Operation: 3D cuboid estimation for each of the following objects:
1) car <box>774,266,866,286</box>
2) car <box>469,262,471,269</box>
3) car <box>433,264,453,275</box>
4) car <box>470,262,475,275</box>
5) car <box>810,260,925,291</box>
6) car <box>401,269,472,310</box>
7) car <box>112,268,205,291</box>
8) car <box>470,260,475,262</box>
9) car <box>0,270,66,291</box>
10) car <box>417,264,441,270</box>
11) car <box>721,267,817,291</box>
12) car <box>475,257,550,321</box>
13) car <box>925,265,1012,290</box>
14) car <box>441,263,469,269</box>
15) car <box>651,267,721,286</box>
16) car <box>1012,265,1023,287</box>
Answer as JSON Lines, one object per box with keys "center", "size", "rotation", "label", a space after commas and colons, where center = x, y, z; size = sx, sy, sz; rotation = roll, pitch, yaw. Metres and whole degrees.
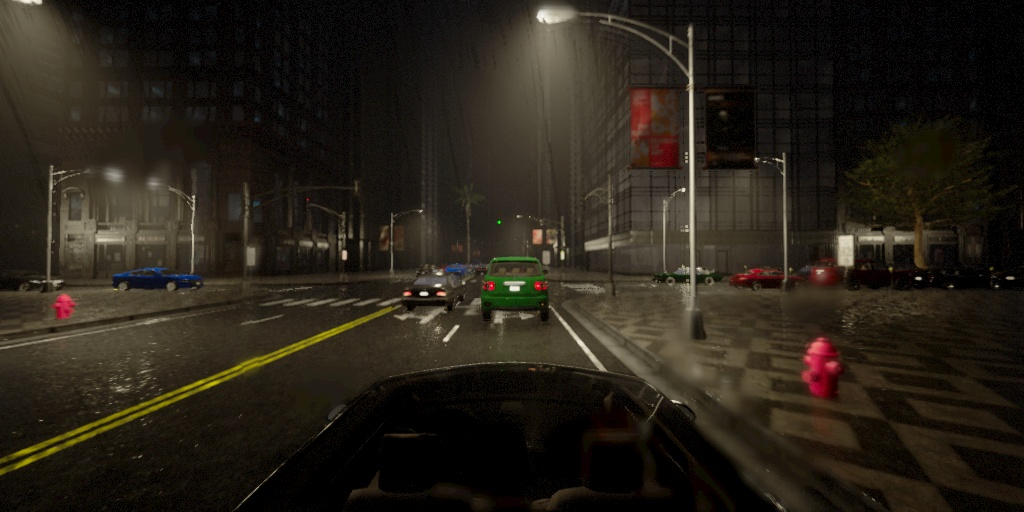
{"center": [23.402, 1.484, 27.407], "size": [5.357, 1.411, 2.033], "rotation": [0, -1, -1], "label": "car"}
{"center": [-6.553, 1.908, 52.168], "size": [2.033, 1.411, 5.357], "rotation": [0, -1, 1], "label": "car"}
{"center": [-9.812, 1.874, 51.307], "size": [1.812, 1.442, 4.674], "rotation": [0, -1, 0], "label": "car"}
{"center": [-3.149, 1.696, 40.597], "size": [2.128, 1.511, 4.902], "rotation": [0, -1, 0], "label": "car"}
{"center": [20.957, 1.153, 21.585], "size": [5.009, 1.841, 2.192], "rotation": [0, 0, -1], "label": "car"}
{"center": [-3.151, 1.434, 15.339], "size": [2.033, 1.411, 5.357], "rotation": [0, -1, 0], "label": "car"}
{"center": [-23.094, 1.534, 23.536], "size": [5.008, 1.535, 1.882], "rotation": [0, -1, 0], "label": "car"}
{"center": [-6.499, 1.732, 62.767], "size": [2.150, 2.045, 5.566], "rotation": [0, -1, 0], "label": "car"}
{"center": [-32.389, 1.624, 23.542], "size": [4.674, 1.442, 1.812], "rotation": [0, -1, 0], "label": "car"}
{"center": [-9.834, 1.728, 41.982], "size": [1.837, 1.490, 4.892], "rotation": [0, -1, 1], "label": "car"}
{"center": [15.318, 1.439, 21.498], "size": [4.207, 1.307, 1.802], "rotation": [0, 0, -1], "label": "car"}
{"center": [0.179, 1.084, 13.229], "size": [2.150, 2.045, 5.566], "rotation": [0, -1, 2], "label": "car"}
{"center": [26.594, 1.388, 21.672], "size": [4.313, 1.339, 1.948], "rotation": [0, 0, -1], "label": "car"}
{"center": [-6.586, 1.701, 42.006], "size": [1.882, 1.535, 5.008], "rotation": [0, -1, 0], "label": "car"}
{"center": [13.153, 1.571, 27.244], "size": [4.718, 1.301, 1.895], "rotation": [0, -1, -1], "label": "car"}
{"center": [32.231, 1.373, 21.760], "size": [4.313, 1.339, 1.948], "rotation": [0, 0, -1], "label": "car"}
